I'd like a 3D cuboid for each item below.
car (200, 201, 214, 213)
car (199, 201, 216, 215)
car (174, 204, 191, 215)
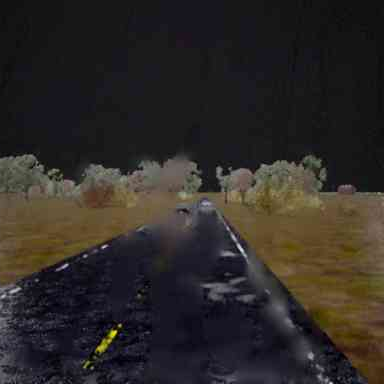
[{"bbox_3d":[2.116,2.085,47.564,1.882,1.535,5.008,0,-1,3],"label":"car"},{"bbox_3d":[1.821,2.009,40.235,2.128,1.511,4.902,0,-1,3],"label":"car"},{"bbox_3d":[-1.147,2.132,41.857,1.895,1.301,4.718,0,-1,3],"label":"car"}]
